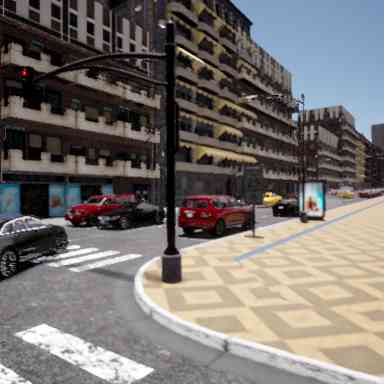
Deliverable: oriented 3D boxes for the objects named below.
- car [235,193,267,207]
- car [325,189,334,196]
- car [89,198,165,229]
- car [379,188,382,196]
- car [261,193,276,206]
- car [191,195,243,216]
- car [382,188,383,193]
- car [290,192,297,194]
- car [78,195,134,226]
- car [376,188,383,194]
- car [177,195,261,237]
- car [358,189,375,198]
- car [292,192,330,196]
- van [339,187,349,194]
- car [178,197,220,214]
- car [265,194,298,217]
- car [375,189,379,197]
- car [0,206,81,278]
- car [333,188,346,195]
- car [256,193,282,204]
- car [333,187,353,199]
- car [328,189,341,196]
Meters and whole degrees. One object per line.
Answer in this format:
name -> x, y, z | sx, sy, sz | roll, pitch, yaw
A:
car -> 7.092, 0.930, 39.653 | 2.008, 1.369, 4.403 | 1, 2, 35
car -> 29.364, 0.074, 71.447 | 1.967, 1.590, 4.097 | 1, 2, 35
car -> -3.537, 1.313, 19.987 | 1.812, 1.442, 4.674 | 0, 1, 35
car -> 36.270, 0.142, 66.702 | 1.887, 1.381, 4.507 | 1, 2, 35
car -> 8.194, 0.880, 36.716 | 1.882, 1.535, 5.008 | 0, 1, 35
car -> 2.239, 1.090, 28.232 | 2.128, 1.511, 4.902 | 0, 1, 35
car -> 39.453, 0.035, 71.246 | 1.887, 1.381, 4.507 | 1, 2, 35
car -> 16.638, 0.606, 53.280 | 1.887, 1.381, 4.507 | 1, 2, 35
car -> -5.634, 1.113, 21.477 | 2.192, 1.841, 5.009 | 1, 2, 35
car -> 45.817, -0.175, 80.333 | 2.008, 1.369, 4.403 | 1, 2, 35
car -> 1.264, 1.077, 16.720 | 2.192, 1.841, 5.009 | 1, 2, 35
car -> 29.906, 0.356, 57.616 | 1.887, 1.381, 4.507 | 1, 2, 35
car -> 10.811, 1.015, 30.356 | 1.947, 1.339, 4.313 | 1, 2, 35
van -> 38.910, -0.348, 85.072 | 1.690, 1.788, 3.998 | 1, 2, 35
car -> 0.729, 1.172, 30.569 | 1.802, 1.307, 4.206 | 1, 2, 35
car -> 7.629, 1.120, 25.812 | 1.947, 1.339, 4.313 | 1, 2, 35
car -> 33.088, 0.145, 62.156 | 1.967, 1.590, 4.097 | 1, 2, 35
car -> -5.487, 1.436, 9.968 | 2.128, 1.511, 4.902 | -1, 1, 4
car -> 35.728, -0.141, 80.532 | 1.967, 1.590, 4.097 | 1, 2, 35
car -> 10.274, 0.856, 44.195 | 1.802, 1.307, 4.206 | 1, 2, 35
car -> 26.087, 0.356, 56.706 | 1.882, 1.535, 5.008 | 0, 1, 35
car -> 32.546, 0.071, 75.993 | 1.887, 1.381, 4.507 | 1, 2, 35
